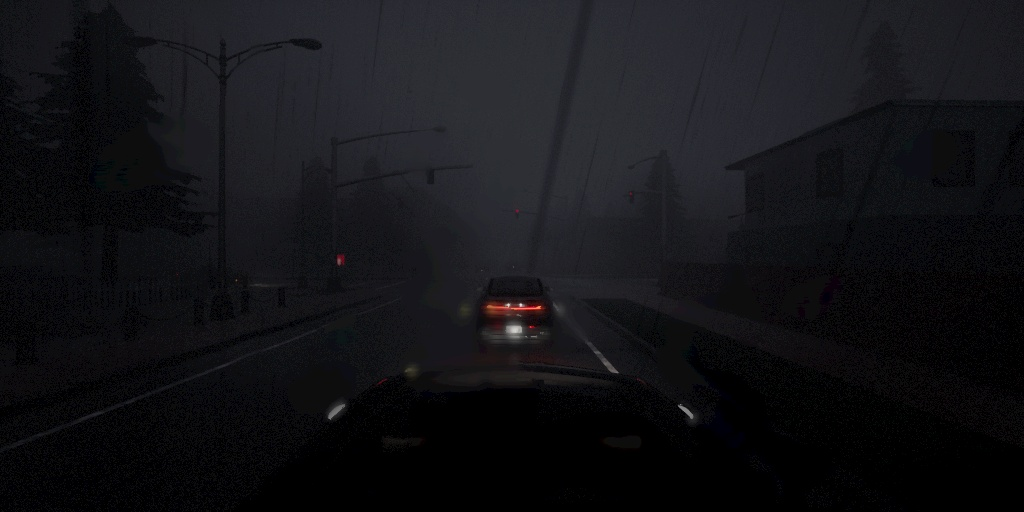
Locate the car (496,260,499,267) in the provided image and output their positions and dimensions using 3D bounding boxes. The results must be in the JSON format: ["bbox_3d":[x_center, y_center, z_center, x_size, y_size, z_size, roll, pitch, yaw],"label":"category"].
[{"bbox_3d":[-3.476,1.241,54.570,2.128,1.511,4.902,0,0,0],"label":"car"}]

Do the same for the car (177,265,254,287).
[{"bbox_3d":[-19.863,1.329,24.001,4.181,1.385,1.994,0,0,-2],"label":"car"}]

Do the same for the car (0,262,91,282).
[{"bbox_3d":[-31.893,1.312,23.685,5.357,1.411,2.033,0,0,-1],"label":"car"}]

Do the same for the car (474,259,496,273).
[{"bbox_3d":[-3.507,1.297,44.389,2.033,1.411,5.357,0,0,0],"label":"car"}]

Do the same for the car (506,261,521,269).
[{"bbox_3d":[0.191,1.314,46.622,1.994,1.385,4.181,0,0,0],"label":"car"}]

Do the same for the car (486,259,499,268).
[{"bbox_3d":[-3.409,1.297,65.027,2.033,1.411,5.357,0,0,1],"label":"car"}]

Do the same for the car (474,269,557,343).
[{"bbox_3d":[0.092,1.255,9.673,1.837,1.490,4.892,0,0,0],"label":"car"}]
